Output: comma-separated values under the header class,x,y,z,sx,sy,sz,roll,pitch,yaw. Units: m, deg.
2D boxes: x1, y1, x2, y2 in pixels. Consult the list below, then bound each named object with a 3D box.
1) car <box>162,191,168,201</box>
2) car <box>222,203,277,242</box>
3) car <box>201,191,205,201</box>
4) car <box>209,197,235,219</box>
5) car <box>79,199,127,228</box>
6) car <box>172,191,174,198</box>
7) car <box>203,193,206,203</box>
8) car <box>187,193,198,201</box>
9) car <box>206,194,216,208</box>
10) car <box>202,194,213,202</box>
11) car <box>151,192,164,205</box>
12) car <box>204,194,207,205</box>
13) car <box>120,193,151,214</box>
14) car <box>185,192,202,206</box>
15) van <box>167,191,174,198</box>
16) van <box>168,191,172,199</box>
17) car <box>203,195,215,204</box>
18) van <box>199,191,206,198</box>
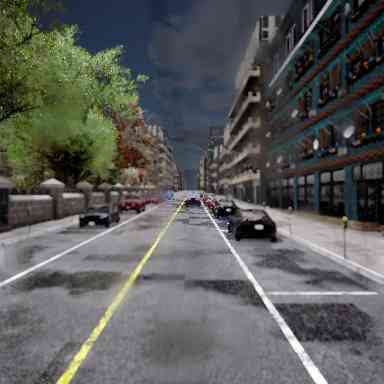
class,x,y,z,sx,sy,sz,roll,pitch,yaw
car,-5.672,0.866,54.137,2.192,1.841,5.009,1,0,0
car,2.703,1.437,15.476,1.947,1.339,4.313,1,0,0
car,2.706,1.037,48.615,1.967,1.590,4.097,1,0,0
car,2.704,1.345,26.524,1.947,1.339,4.313,1,0,0
car,-5.676,1.391,21.000,1.947,1.339,4.313,1,0,0
car,-5.659,0.935,76.233,1.947,1.339,4.313,1,0,0
car,2.704,1.166,43.262,1.752,1.417,4.829,1,0,0
car,0.101,0.946,64.141,1.882,1.535,5.008,0,0,0
car,2.706,1.174,32.045,1.967,1.590,4.097,1,0,0
car,2.704,1.030,59.832,1.752,1.417,4.829,1,0,0
car,-5.676,1.141,48.616,1.887,1.381,4.507,1,0,0
car,2.704,1.232,37.568,1.887,1.381,4.507,1,0,0
car,-5.671,1.048,32.045,2.192,1.841,5.009,1,0,0
car,0.103,1.139,46.522,1.812,1.442,4.674,0,1,0
van,-5.639,0.620,87.278,1.690,1.788,3.998,1,0,0
van,-5.681,0.756,70.707,1.690,1.788,3.998,1,0,0
car,2.703,1.133,54.139,1.802,1.307,4.206,1,0,0
van,2.675,0.620,87.276,1.690,1.788,3.998,1,0,0
